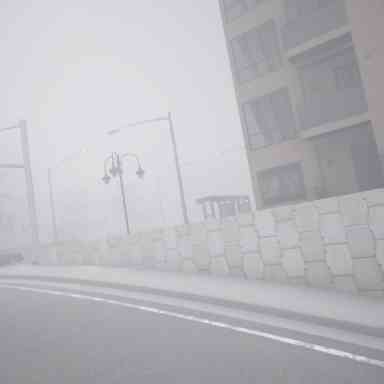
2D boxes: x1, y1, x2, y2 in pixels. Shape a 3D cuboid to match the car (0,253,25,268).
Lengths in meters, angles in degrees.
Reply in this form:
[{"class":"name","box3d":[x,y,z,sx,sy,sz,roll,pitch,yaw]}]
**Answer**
[{"class":"car","box3d":[-14.142,4.767,22.722,1.895,1.301,4.718,-14,-8,35]}]
